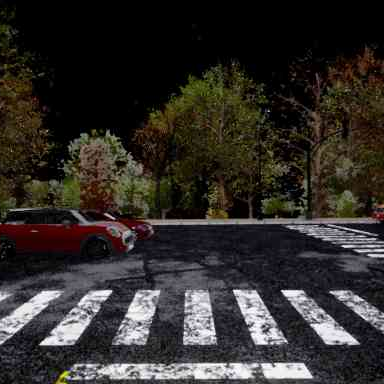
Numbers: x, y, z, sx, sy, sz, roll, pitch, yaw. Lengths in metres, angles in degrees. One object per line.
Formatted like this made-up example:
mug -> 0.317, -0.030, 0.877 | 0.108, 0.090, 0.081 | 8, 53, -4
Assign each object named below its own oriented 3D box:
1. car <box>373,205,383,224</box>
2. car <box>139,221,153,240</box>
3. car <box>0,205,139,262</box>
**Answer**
car -> 14.631, 1.127, 21.171 | 5.566, 2.045, 2.150 | -1, -1, 1
car -> -4.096, 1.532, 14.734 | 4.674, 1.442, 1.812 | -1, -1, 1
car -> -4.380, 1.317, 11.492 | 4.553, 1.767, 2.097 | 0, -1, 1
